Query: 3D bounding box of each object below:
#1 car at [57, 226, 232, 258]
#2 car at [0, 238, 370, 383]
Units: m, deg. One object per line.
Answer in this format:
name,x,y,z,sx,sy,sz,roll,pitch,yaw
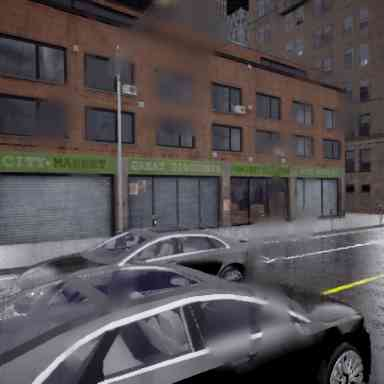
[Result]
car,-0.836,1.490,6.646,4.902,1.511,2.128,0,0,-35
car,-0.186,1.491,3.179,4.902,1.511,2.128,0,0,-36
